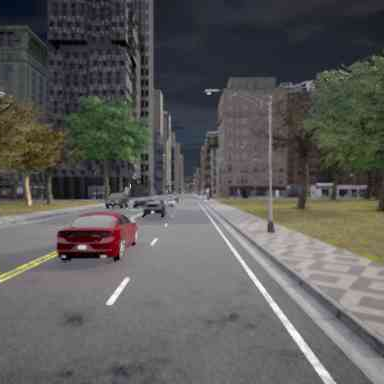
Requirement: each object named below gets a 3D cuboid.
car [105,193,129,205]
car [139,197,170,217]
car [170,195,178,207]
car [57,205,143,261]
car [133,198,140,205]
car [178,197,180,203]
[{"bbox_3d":[-9.935,1.131,44.524,2.150,2.045,5.566,0,0,0],"label":"car"},{"bbox_3d":[-3.269,1.432,29.994,1.837,1.490,4.892,0,0,0],"label":"car"},{"bbox_3d":[-3.342,1.497,47.422,1.895,1.301,4.718,0,0,0],"label":"car"},{"bbox_3d":[-3.195,1.448,12.125,1.882,1.535,5.008,0,0,0],"label":"car"},{"bbox_3d":[-6.684,1.452,44.862,2.033,1.411,5.357,0,0,0],"label":"car"},{"bbox_3d":[-3.431,1.404,64.731,1.812,1.442,4.674,0,0,-1],"label":"car"}]
